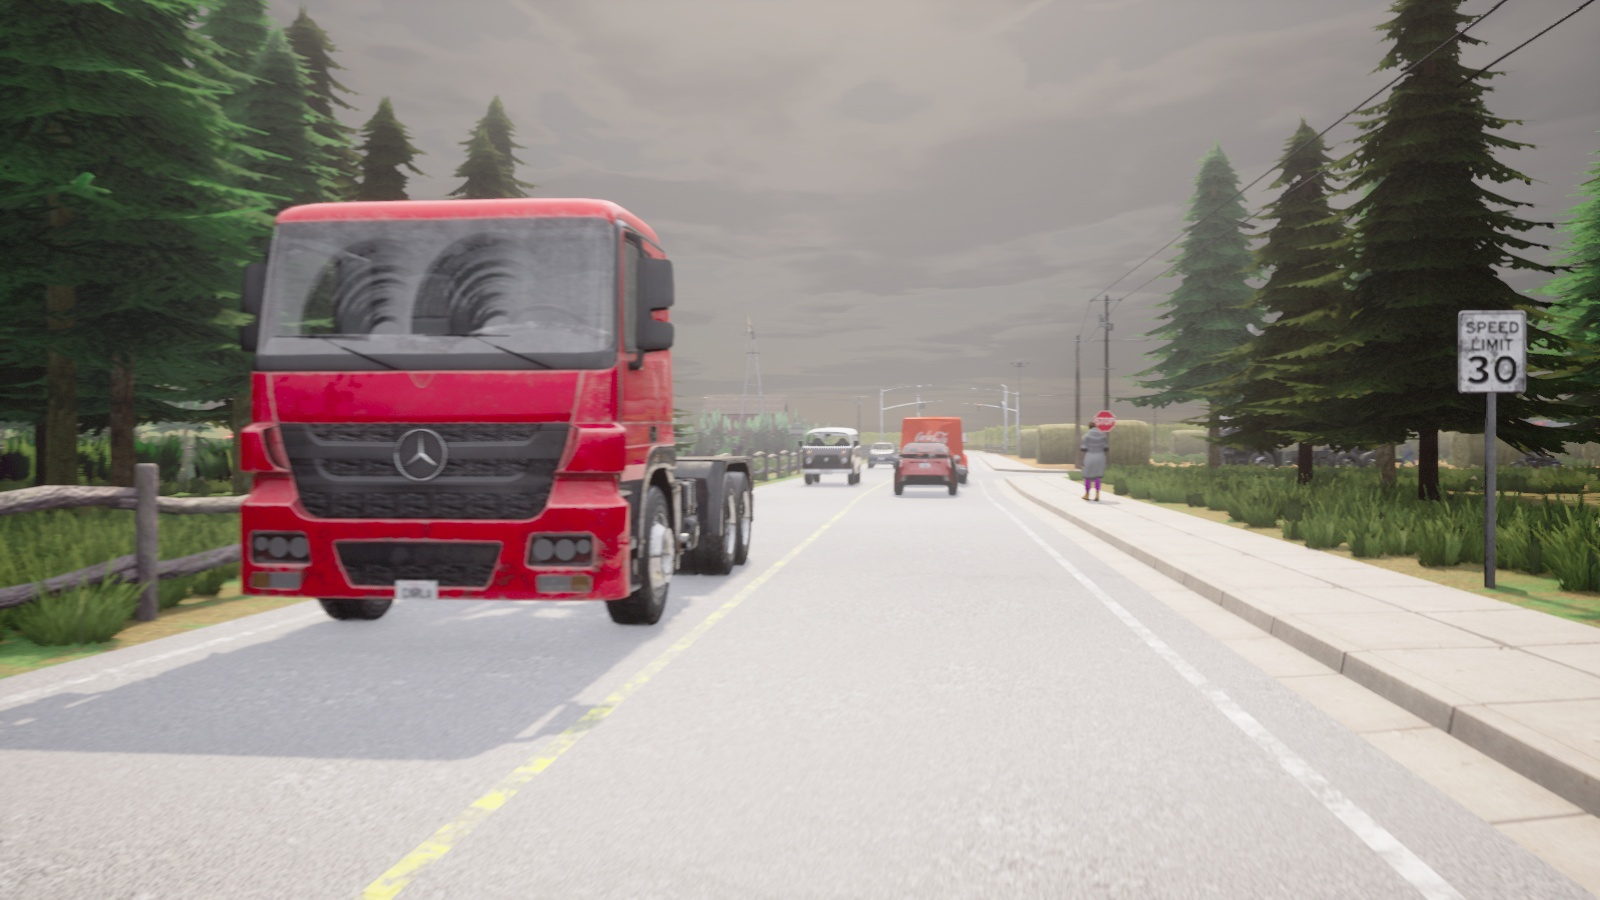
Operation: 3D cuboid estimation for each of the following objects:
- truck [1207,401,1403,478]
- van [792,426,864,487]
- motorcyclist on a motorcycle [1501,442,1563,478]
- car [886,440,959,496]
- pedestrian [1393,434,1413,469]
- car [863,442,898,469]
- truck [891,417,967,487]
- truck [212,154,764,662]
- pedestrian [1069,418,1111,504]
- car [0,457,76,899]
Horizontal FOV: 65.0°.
[{"bbox_3d":[23.410,-0.493,58.558,7.936,3.462,2.891,0,0,4],"label":"truck"},{"bbox_3d":[1.059,0.211,44.664,2.069,2.038,4.480,0,0,7],"label":"van"},{"bbox_3d":[33.643,0.464,57.759,2.350,1.649,0.766,0,0,4],"label":"motorcyclist on a motorcycle"},{"bbox_3d":[3.634,0.483,36.975,2.007,1.525,4.514,0,0,6],"label":"car"},{"bbox_3d":[33.002,0.079,68.686,0.900,1.855,0.874,0,0,30],"label":"pedestrian"},{"bbox_3d":[4.676,0.313,72.976,1.789,1.549,3.705,0,0,7],"label":"car"},{"bbox_3d":[4.861,0.009,46.768,2.627,2.467,5.204,0,1,7],"label":"truck"},{"bbox_3d":[-2.311,-0.312,12.658,2.891,3.462,7.936,0,0,6],"label":"truck"},{"bbox_3d":[6.655,0.246,28.829,0.659,1.952,0.873,0,0,-8],"label":"pedestrian"},{"bbox_3d":[-3.384,0.756,1.701,1.812,1.442,4.674,0,0,5],"label":"car"}]
